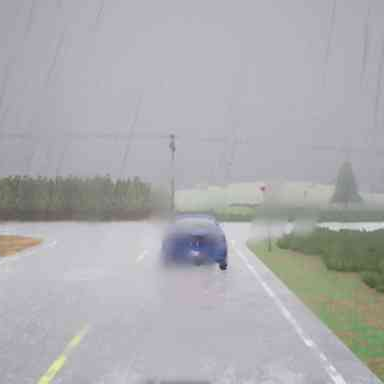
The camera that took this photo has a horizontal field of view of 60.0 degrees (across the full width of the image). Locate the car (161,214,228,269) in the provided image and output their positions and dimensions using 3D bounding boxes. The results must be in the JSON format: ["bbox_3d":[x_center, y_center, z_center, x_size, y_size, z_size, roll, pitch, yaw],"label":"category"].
[{"bbox_3d":[0.088,1.476,11.172,1.882,1.535,5.008,0,0,0],"label":"car"}]
